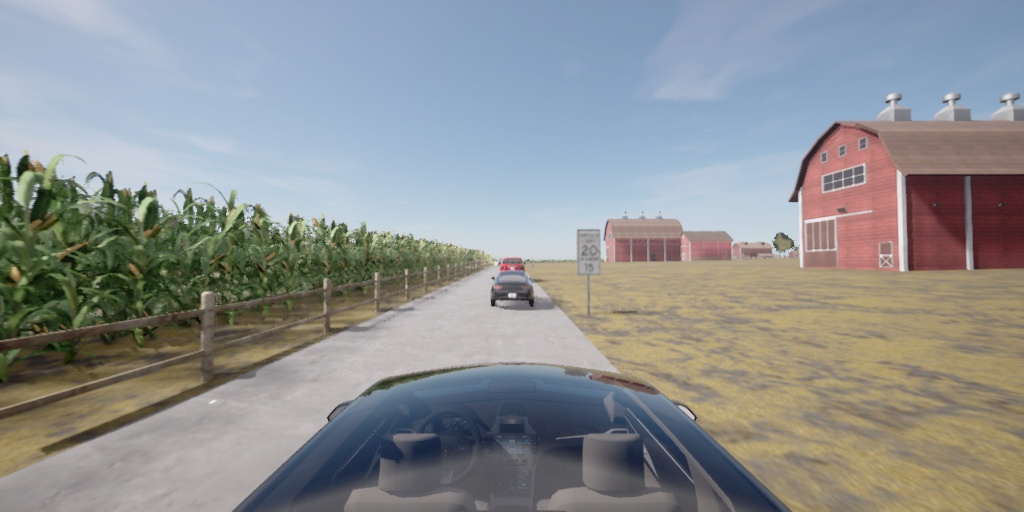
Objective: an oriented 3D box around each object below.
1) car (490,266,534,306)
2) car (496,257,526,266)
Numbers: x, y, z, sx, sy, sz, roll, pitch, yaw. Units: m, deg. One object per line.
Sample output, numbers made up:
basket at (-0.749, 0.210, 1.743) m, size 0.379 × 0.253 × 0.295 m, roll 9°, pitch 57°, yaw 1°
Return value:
car at (0.018, 1.368, 16.242) m, size 1.812 × 1.442 × 4.674 m, roll 0°, pitch 0°, yaw 0°
car at (0.028, 1.097, 30.854) m, size 2.150 × 2.045 × 5.566 m, roll 0°, pitch 0°, yaw 0°
